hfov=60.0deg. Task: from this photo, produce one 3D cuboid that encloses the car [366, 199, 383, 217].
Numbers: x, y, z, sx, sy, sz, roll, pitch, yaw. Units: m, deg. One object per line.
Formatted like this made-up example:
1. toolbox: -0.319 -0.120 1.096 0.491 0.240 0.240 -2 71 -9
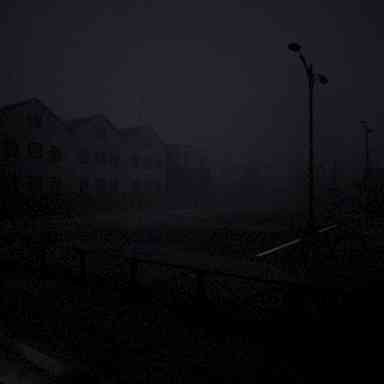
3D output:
1. car: 15.375 1.297 26.844 2.007 1.523 4.514 0 0 35
